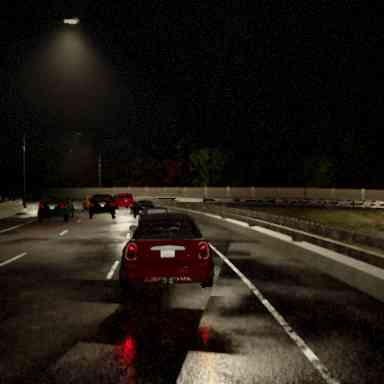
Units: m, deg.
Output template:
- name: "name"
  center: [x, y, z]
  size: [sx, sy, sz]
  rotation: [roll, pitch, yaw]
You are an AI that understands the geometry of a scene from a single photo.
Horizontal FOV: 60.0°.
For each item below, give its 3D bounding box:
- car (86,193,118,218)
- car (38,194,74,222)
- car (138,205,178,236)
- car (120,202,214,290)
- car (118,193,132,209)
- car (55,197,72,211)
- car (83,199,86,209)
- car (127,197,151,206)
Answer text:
- name: "car"
  center: [-8.117, 1.186, 30.026]
  size: [2.150, 2.045, 5.566]
  rotation: [0, 0, -16]
- name: "car"
  center: [-10.739, 1.196, 26.475]
  size: [2.150, 2.045, 5.566]
  rotation: [0, 0, -15]
- name: "car"
  center: [-2.091, 1.536, 19.245]
  size: [1.994, 1.385, 4.181]
  rotation: [0, 0, -10]
- name: "car"
  center: [-0.695, 1.339, 9.263]
  size: [2.097, 1.767, 4.553]
  rotation: [0, 0, -5]
- name: "car"
  center: [-8.961, 1.168, 42.623]
  size: [2.150, 2.045, 5.566]
  rotation: [0, 0, -23]
- name: "car"
  center: [-16.544, 1.460, 42.580]
  size: [1.837, 1.490, 4.892]
  rotation: [0, 1, -24]
- name: "car"
  center: [-13.147, 1.426, 43.519]
  size: [1.882, 1.535, 5.008]
  rotation: [0, 0, -23]
- name: "car"
  center: [-4.395, 1.464, 29.563]
  size: [1.837, 1.490, 4.892]
  rotation: [0, 0, -15]
